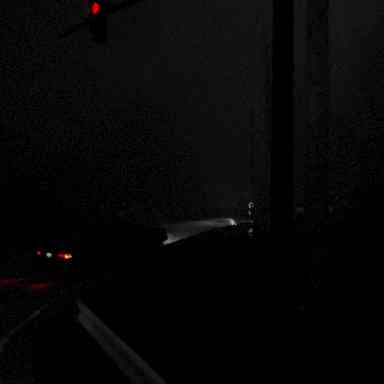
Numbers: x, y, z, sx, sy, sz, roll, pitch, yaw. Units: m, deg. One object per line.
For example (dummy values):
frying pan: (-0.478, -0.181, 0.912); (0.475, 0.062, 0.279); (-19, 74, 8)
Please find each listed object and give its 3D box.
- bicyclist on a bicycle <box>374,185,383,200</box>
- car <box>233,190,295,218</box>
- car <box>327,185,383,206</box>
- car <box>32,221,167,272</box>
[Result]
bicyclist on a bicycle: (11.080, 0.433, 19.185); (0.582, 1.620, 1.656); (2, 4, -31)
car: (4.969, 0.723, 23.031); (4.553, 1.767, 2.097); (-5, 3, -32)
car: (13.123, 0.239, 27.192); (5.008, 1.535, 1.882); (-4, 1, -16)
car: (-3.131, 1.823, 12.524); (2.033, 1.411, 5.357); (-2, 3, 32)
